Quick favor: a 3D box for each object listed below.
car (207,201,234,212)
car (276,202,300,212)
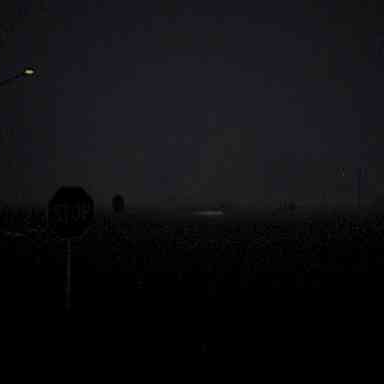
[{"bbox_3d":[4.055,2.000,46.601,1.882,1.535,5.008,1,1,36],"label":"car"},{"bbox_3d":[14.080,2.188,48.548,2.033,1.411,5.357,1,0,36],"label":"car"}]
